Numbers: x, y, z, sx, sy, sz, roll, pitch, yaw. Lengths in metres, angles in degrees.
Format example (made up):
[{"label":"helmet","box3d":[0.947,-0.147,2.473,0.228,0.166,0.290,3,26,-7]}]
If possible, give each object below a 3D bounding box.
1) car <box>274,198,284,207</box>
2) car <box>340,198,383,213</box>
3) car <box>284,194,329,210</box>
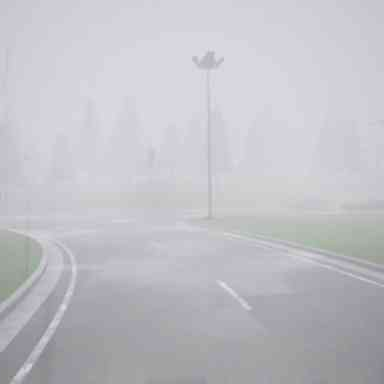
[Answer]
[{"label":"car","box3d":[12.759,1.075,41.945,4.553,1.767,2.097,-1,0,-9]},{"label":"car","box3d":[16.797,1.294,31.969,4.718,1.301,1.895,-1,0,-9]},{"label":"car","box3d":[13.500,1.247,38.522,4.674,1.442,1.812,-1,0,-9]}]
